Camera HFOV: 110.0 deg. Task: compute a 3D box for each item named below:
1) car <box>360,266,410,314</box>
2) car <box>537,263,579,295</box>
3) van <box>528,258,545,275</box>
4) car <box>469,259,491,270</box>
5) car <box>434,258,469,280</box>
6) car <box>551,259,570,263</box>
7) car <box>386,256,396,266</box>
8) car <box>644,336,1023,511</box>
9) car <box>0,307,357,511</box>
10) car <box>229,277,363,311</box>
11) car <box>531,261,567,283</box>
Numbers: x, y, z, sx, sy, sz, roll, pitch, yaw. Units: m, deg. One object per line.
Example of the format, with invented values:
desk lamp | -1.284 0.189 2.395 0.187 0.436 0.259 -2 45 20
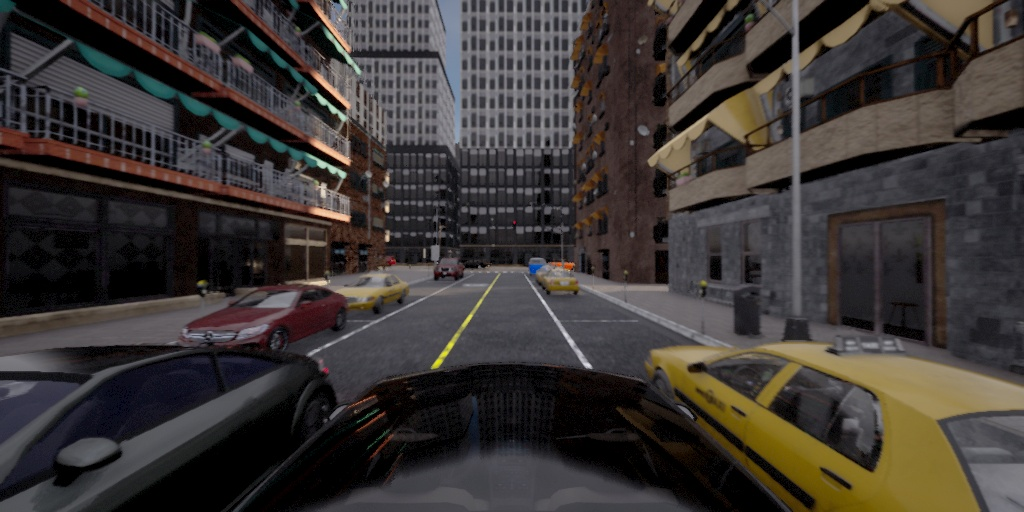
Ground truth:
car | -5.318 1.276 13.812 1.751 1.417 4.829 0 0 0
car | 2.561 1.278 19.794 1.751 1.417 4.829 0 0 0
van | 2.556 1.101 36.545 1.690 1.789 3.998 0 0 0
car | -5.385 1.194 52.002 5.008 1.535 1.882 1 0 32
car | -5.323 1.072 30.903 2.192 1.841 5.009 0 0 0
car | 7.382 1.221 50.974 4.553 1.767 2.097 1 0 -8
car | -20.899 0.869 56.499 5.009 1.841 2.192 0 0 0
car | 2.566 1.276 2.873 1.751 1.417 4.829 0 0 0
car | -2.837 1.314 2.075 1.994 1.385 4.181 0 0 0
car | -5.316 1.332 8.341 1.802 1.307 4.207 0 0 0
car | 2.559 1.280 25.434 1.751 1.417 4.829 0 0 0
